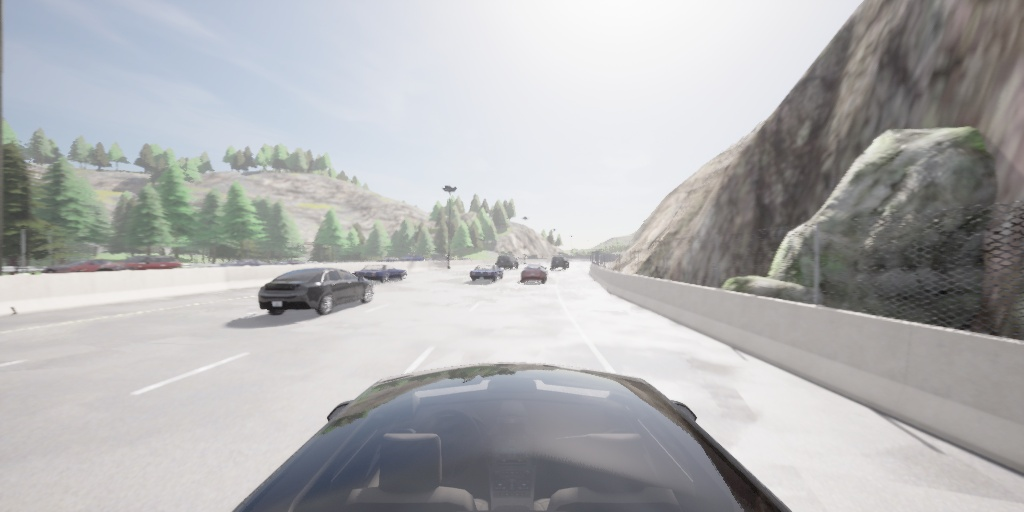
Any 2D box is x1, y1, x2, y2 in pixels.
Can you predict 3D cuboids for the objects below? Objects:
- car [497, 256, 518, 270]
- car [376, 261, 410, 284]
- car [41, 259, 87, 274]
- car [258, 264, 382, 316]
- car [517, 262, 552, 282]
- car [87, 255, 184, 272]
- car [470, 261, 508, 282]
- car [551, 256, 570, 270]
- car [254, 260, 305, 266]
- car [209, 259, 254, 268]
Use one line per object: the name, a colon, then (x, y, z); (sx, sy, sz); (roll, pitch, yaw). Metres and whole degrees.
car: (-0.581, 0.980, 52.526); (2.150, 2.045, 5.566); (0, 0, 17)
car: (-9.311, 1.228, 25.693); (1.895, 1.301, 4.718); (1, 0, 7)
car: (-30.297, 0.898, 25.698); (1.994, 1.385, 4.181); (1, 0, 6)
car: (-6.751, 1.164, 12.963); (1.837, 1.490, 4.892); (0, 0, 4)
car: (1.898, 1.349, 29.199); (1.994, 1.385, 4.181); (1, 0, 9)
car: (-26.738, 0.736, 25.964); (2.097, 1.767, 4.553); (1, 0, 6)
car: (-1.895, 1.333, 28.609); (1.895, 1.301, 4.718); (1, 0, 9)
car: (7.490, 1.094, 55.363); (2.150, 2.045, 5.566); (0, 0, 18)
car: (-19.131, 1.056, 30.535); (1.994, 1.385, 4.181); (1, 0, 8)
car: (-22.710, 0.989, 30.372); (2.033, 1.411, 5.357); (1, 0, 8)
